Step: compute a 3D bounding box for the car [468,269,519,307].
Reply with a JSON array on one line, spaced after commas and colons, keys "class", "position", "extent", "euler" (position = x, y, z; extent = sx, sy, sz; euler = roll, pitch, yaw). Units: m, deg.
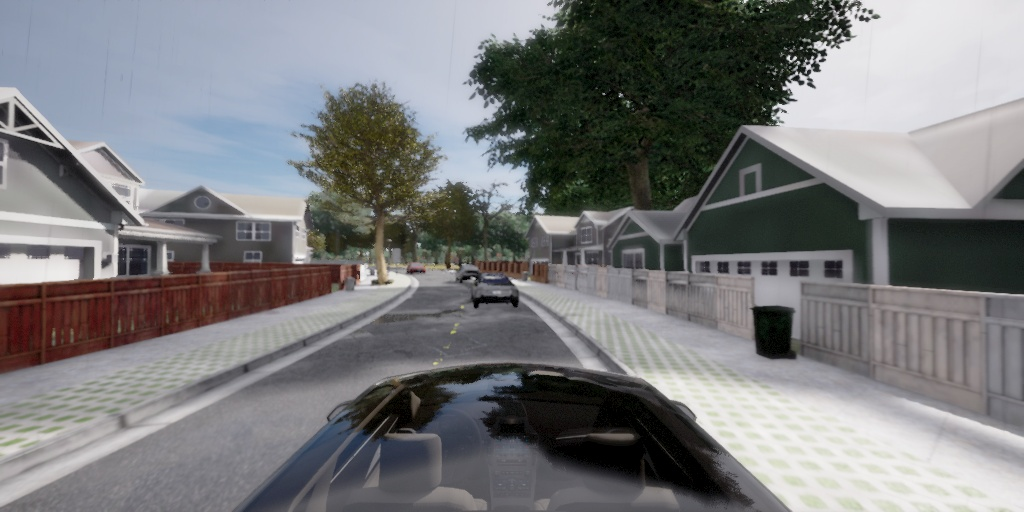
[{"class": "car", "position": [-0.867, 1.453, 16.367], "extent": [1.994, 1.385, 4.181], "euler": [0, -1, -8]}]

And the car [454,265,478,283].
[{"class": "car", "position": [-3.844, 1.532, 31.205], "extent": [1.837, 1.490, 4.892], "euler": [0, 0, -16]}]

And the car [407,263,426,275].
[{"class": "car", "position": [-12.622, 1.609, 47.113], "extent": [1.882, 1.535, 5.008], "euler": [1, -1, -24]}]
